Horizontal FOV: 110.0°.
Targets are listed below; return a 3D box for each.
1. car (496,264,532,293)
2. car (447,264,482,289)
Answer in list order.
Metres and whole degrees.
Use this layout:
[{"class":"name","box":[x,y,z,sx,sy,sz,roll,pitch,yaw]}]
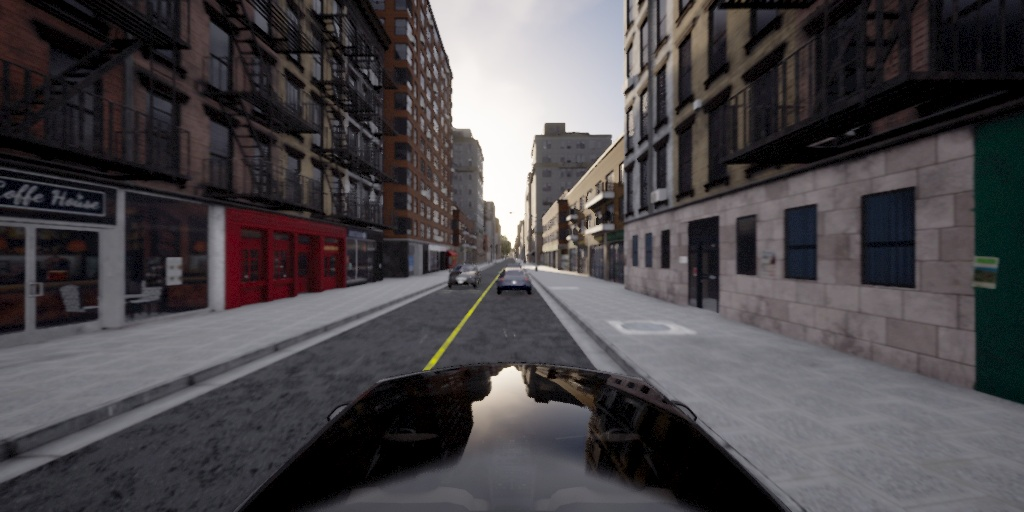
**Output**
[{"class":"car","box":[0.111,1.373,21.135,1.994,1.385,4.181,0,0,0]},{"class":"car","box":[-3.098,1.309,24.144,2.128,1.511,4.902,0,0,0]}]
